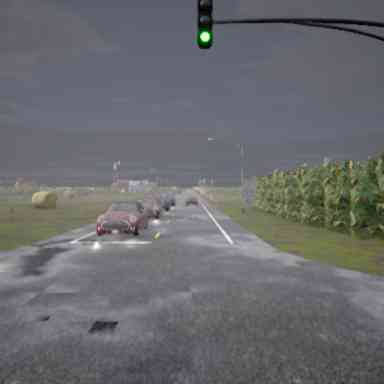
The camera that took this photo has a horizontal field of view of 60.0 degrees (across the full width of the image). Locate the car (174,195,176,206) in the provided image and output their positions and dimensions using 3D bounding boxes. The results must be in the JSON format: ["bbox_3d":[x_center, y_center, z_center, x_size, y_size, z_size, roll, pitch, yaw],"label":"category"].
[{"bbox_3d":[-3.577,1.058,49.132,2.150,2.045,5.566,0,0,0],"label":"car"}]

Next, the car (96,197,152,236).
[{"bbox_3d":[-3.640,1.302,18.054,2.097,1.767,4.553,0,0,0],"label":"car"}]

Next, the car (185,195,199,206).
[{"bbox_3d":[0.016,1.350,50.277,1.837,1.490,4.892,0,0,1],"label":"car"}]

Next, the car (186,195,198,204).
[{"bbox_3d":[-0.043,1.287,60.582,2.128,1.511,4.902,0,0,0],"label":"car"}]

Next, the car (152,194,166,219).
[{"bbox_3d":[-3.617,1.270,28.150,2.097,1.767,4.553,0,0,0],"label":"car"}]

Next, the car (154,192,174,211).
[{"bbox_3d":[-3.615,1.103,38.362,2.150,2.045,5.566,0,0,0],"label":"car"}]
